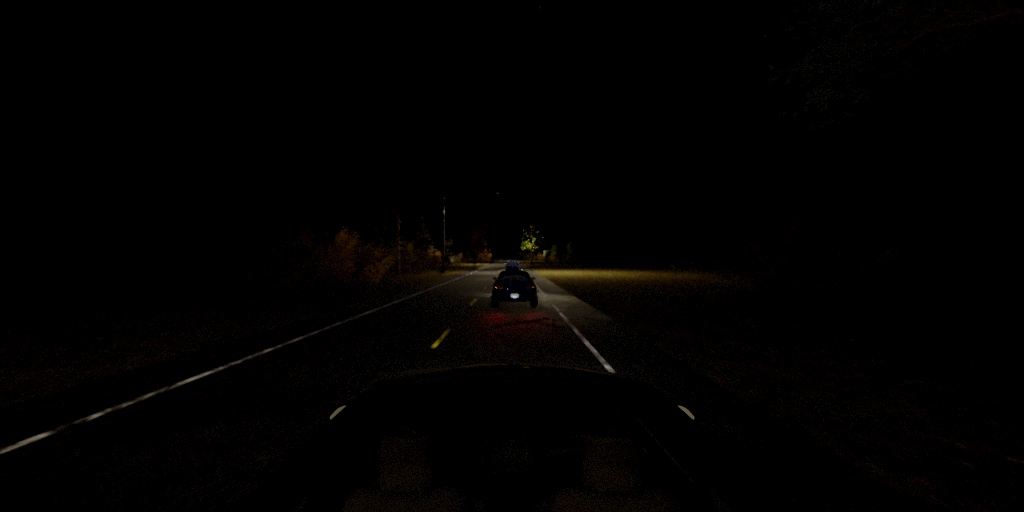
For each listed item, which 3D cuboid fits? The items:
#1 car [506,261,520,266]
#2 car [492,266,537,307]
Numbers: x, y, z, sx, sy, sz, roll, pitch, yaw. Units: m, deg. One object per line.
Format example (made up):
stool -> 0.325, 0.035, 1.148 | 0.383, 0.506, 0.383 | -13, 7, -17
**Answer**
car -> 0.085, 1.486, 52.513 | 1.882, 1.535, 5.008 | 0, 0, 0
car -> 0.098, 1.356, 15.994 | 1.812, 1.442, 4.674 | 0, 0, 0
